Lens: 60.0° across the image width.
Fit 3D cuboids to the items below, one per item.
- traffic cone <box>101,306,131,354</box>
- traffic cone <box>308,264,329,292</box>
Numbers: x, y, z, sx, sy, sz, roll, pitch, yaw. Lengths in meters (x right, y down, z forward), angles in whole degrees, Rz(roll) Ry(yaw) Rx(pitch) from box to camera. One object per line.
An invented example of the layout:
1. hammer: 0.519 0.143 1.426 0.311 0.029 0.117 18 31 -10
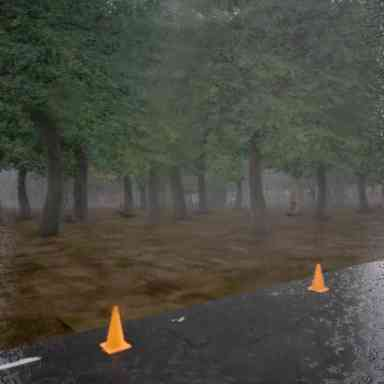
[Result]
1. traffic cone: -1.110 1.963 4.859 0.340 0.580 0.340 0 0 -36
2. traffic cone: 2.958 1.976 7.769 0.340 0.580 0.340 0 0 -36
